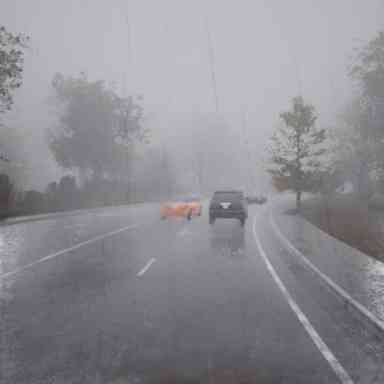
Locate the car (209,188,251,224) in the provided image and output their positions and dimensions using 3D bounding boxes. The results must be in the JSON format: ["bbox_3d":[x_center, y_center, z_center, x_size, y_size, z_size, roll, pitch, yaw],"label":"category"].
[{"bbox_3d":[2.451,0.884,21.605,2.150,2.045,5.566,0,1,12],"label":"car"}]

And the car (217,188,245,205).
[{"bbox_3d":[5.062,0.523,42.496,2.150,2.045,5.566,-1,1,22],"label":"car"}]

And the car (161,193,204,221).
[{"bbox_3d":[-0.648,1.003,23.944,2.097,1.767,4.553,0,1,13],"label":"car"}]

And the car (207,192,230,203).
[{"bbox_3d":[3.969,0.813,49.183,1.994,1.385,4.181,-1,1,25],"label":"car"}]

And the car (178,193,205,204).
[{"bbox_3d":[0.021,0.877,49.096,2.033,1.411,5.357,-1,1,24],"label":"car"}]

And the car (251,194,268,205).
[{"bbox_3d":[8.005,0.872,40.407,1.895,1.301,4.718,-1,1,21],"label":"car"}]
